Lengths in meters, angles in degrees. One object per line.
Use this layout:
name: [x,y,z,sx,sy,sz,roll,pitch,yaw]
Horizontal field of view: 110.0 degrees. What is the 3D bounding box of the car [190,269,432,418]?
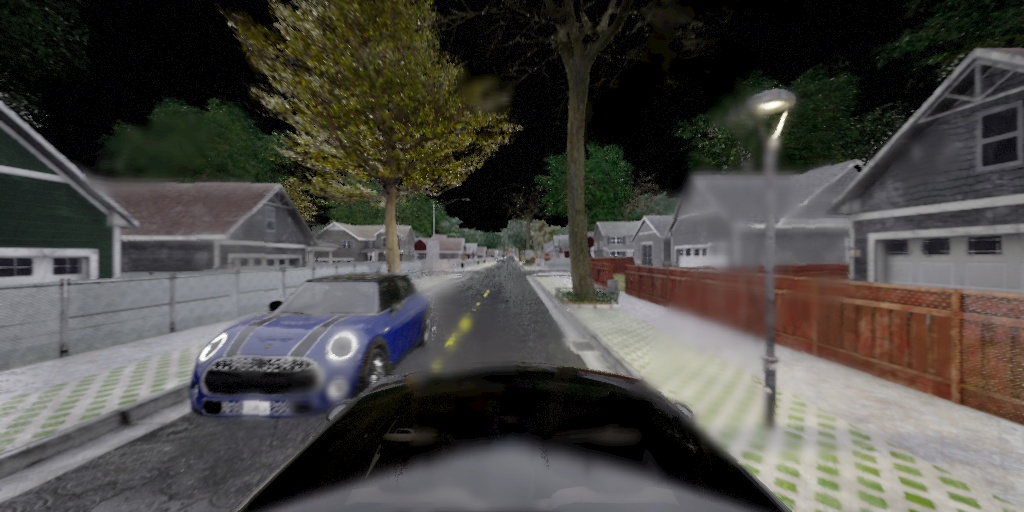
car: [-2.852,1.109,6.252,2.097,1.767,4.553,0,0,0]
